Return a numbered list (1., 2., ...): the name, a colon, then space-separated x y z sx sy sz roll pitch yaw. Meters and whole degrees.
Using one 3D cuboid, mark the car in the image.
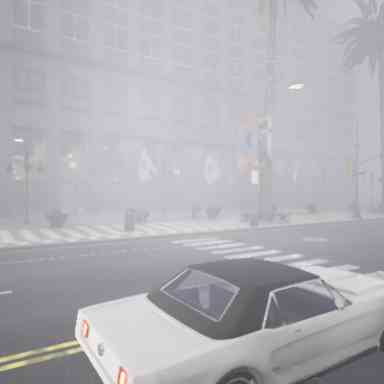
1. car: 1.064 1.596 4.475 4.718 1.301 1.895 0 0 -32
